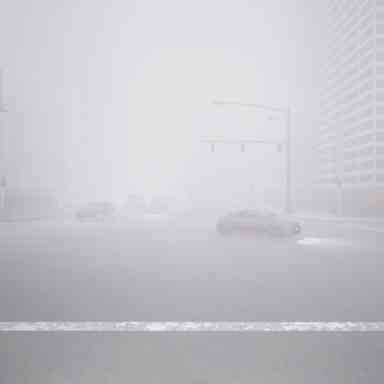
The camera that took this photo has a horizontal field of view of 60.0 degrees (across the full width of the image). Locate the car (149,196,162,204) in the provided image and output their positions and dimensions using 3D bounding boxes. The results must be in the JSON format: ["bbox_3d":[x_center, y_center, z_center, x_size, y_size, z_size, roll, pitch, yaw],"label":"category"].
[{"bbox_3d":[-7.155,1.547,65.420,2.033,1.411,5.357,0,0,0],"label":"car"}]

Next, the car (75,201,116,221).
[{"bbox_3d":[-7.768,1.505,27.268,1.837,1.490,4.892,1,0,9],"label":"car"}]

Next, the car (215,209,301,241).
[{"bbox_3d":[3.271,1.564,16.847,4.181,1.385,1.994,0,0,33],"label":"car"}]

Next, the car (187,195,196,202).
[{"bbox_3d":[-0.143,1.381,74.524,1.994,1.385,4.181,0,0,0],"label":"car"}]

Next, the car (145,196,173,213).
[{"bbox_3d":[-3.672,1.491,37.557,2.128,1.511,4.902,0,0,0],"label":"car"}]

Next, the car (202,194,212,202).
[{"bbox_3d":[3.360,1.355,74.675,2.097,1.767,4.553,0,0,0],"label":"car"}]

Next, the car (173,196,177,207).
[{"bbox_3d":[-3.688,1.353,48.863,2.097,1.767,4.553,0,0,0],"label":"car"}]

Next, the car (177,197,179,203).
[{"bbox_3d":[-3.632,1.580,68.816,1.994,1.385,4.181,0,0,0],"label":"car"}]

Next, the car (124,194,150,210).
[{"bbox_3d":[-7.182,1.222,42.661,2.150,2.045,5.566,0,0,0],"label":"car"}]

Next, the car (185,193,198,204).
[{"bbox_3d":[-0.122,1.221,63.853,2.150,2.045,5.566,0,0,0],"label":"car"}]

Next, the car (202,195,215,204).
[{"bbox_3d":[3.473,1.525,64.772,1.812,1.442,4.674,0,0,0],"label":"car"}]
